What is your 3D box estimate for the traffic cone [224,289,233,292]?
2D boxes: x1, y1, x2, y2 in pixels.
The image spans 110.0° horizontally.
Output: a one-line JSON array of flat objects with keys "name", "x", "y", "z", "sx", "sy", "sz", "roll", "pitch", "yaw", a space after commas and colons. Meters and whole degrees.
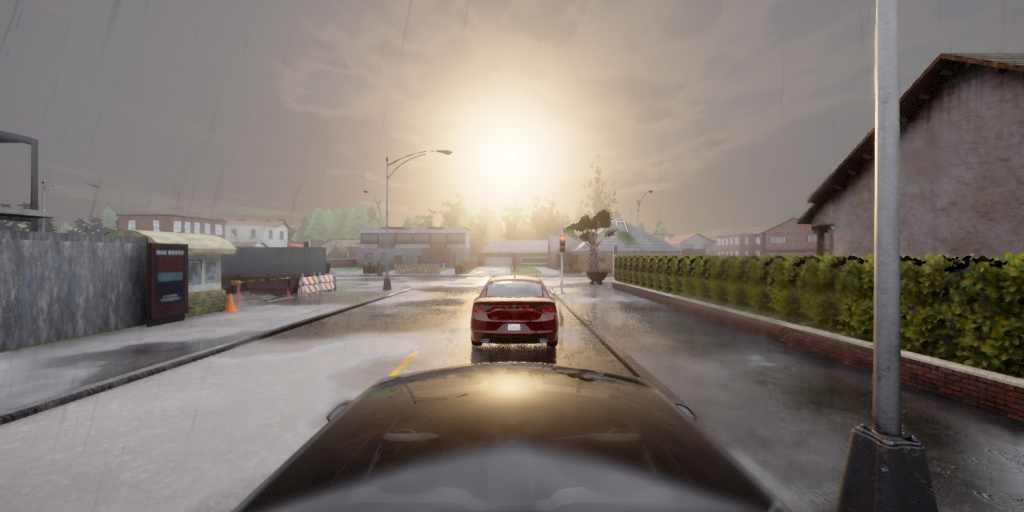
[{"name": "traffic cone", "x": -10.339, "y": 1.568, "z": 12.789, "sx": 0.344, "sy": 0.586, "sz": 0.344, "roll": 0, "pitch": 0, "yaw": 0}]

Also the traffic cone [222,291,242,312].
[{"name": "traffic cone", "x": -9.621, "y": 1.598, "z": 12.266, "sx": 0.344, "sy": 0.586, "sz": 0.344, "roll": 0, "pitch": 0, "yaw": 0}]

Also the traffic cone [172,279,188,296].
[{"name": "traffic cone", "x": -16.806, "y": 1.582, "z": 18.227, "sx": 0.344, "sy": 0.586, "sz": 0.344, "roll": 0, "pitch": 0, "yaw": 0}]

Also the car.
[{"name": "car", "x": 0.079, "y": 1.228, "z": 9.422, "sx": 1.882, "sy": 1.535, "sz": 5.008, "roll": 0, "pitch": 0, "yaw": 1}]

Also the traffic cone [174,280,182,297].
[{"name": "traffic cone", "x": -15.771, "y": 1.558, "z": 17.223, "sx": 0.344, "sy": 0.586, "sz": 0.344, "roll": 0, "pitch": 0, "yaw": 0}]

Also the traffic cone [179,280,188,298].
[{"name": "traffic cone", "x": -15.203, "y": 1.561, "z": 16.859, "sx": 0.344, "sy": 0.586, "sz": 0.344, "roll": 0, "pitch": 0, "yaw": 0}]
